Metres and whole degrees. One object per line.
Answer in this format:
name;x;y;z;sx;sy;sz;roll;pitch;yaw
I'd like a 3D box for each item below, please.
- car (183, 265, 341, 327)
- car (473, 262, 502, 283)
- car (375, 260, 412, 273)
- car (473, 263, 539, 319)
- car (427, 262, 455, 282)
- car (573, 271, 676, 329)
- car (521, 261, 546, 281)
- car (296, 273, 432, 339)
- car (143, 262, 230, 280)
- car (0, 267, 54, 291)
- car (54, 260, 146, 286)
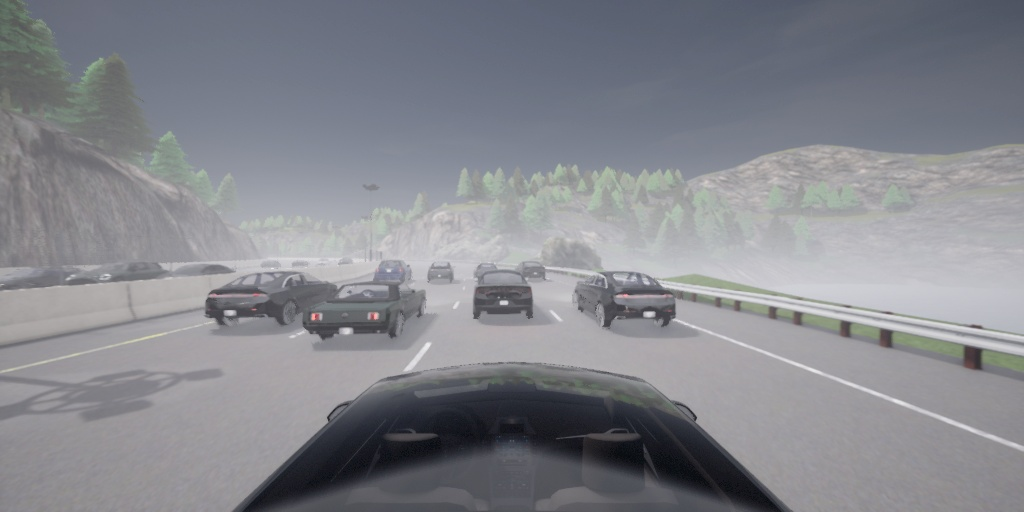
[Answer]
car;-7.300;1.230;11.535;2.128;1.511;4.902;0;0;-3
car;-2.016;1.242;28.482;1.994;1.385;4.181;0;0;-8
car;-8.896;1.050;27.154;2.097;1.767;4.553;0;0;-8
car;-0.373;1.197;12.826;1.882;1.535;5.008;0;0;-3
car;-5.416;1.180;27.565;2.128;1.511;4.902;0;0;-8
car;3.227;1.208;11.177;2.128;1.511;4.902;0;0;-3
car;1.404;1.146;29.347;1.882;1.535;5.008;0;0;-8
car;-3.692;1.336;9.992;1.895;1.301;4.718;0;0;-3
car;-18.928;1.241;21.655;1.837;1.490;4.892;0;0;-7
car;-25.725;1.304;19.829;2.033;1.411;5.357;0;0;-7
car;-22.329;1.099;20.552;2.097;1.767;4.553;0;0;-7
